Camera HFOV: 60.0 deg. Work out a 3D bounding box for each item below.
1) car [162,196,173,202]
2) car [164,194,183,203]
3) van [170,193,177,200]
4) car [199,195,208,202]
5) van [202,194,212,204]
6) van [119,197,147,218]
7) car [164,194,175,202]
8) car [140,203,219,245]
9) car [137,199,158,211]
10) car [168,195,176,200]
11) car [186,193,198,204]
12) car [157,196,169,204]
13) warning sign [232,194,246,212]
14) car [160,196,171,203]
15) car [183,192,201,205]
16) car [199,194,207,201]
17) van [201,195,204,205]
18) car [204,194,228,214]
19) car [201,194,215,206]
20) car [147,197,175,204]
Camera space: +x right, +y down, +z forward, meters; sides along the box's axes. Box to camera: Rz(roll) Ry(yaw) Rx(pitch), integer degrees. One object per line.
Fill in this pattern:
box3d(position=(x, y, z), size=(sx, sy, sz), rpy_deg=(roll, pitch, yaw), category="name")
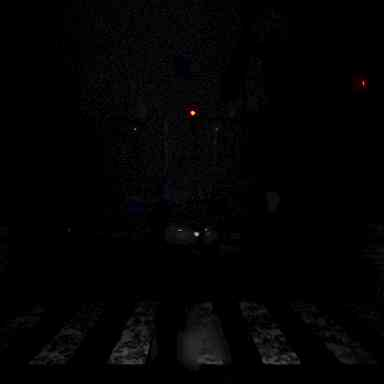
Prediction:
box3d(position=(-5.361, 1.554, 73.234), size=(1.947, 1.339, 4.313), rpy_deg=(0, 0, 0), category="car")
box3d(position=(-2.800, 1.471, 49.835), size=(1.882, 1.535, 5.008), rpy_deg=(0, 0, 0), category="car")
box3d(position=(-5.344, 1.325, 94.859), size=(1.690, 1.788, 3.998), rpy_deg=(0, 0, 0), category="van")
box3d(position=(2.703, 1.512, 78.808), size=(1.752, 1.417, 4.829), rpy_deg=(0, 0, 0), category="car")
box3d(position=(2.710, 1.331, 62.419), size=(1.690, 1.788, 3.998), rpy_deg=(0, 0, 0), category="van")
box3d(position=(-5.394, 1.338, 29.984), size=(1.690, 1.788, 3.998), rpy_deg=(0, 0, 0), category="van")
box3d(position=(-5.357, 1.302, 78.640), size=(2.192, 1.841, 5.009), rpy_deg=(0, 0, 0), category="car")
box3d(position=(-0.802, 1.501, 15.849), size=(1.837, 1.490, 4.892), rpy_deg=(-1, 0, -24), category="car")
box3d(position=(-5.386, 1.561, 40.797), size=(1.947, 1.339, 4.313), rpy_deg=(0, 0, 0), category="car")
box3d(position=(-5.348, 1.567, 89.453), size=(1.802, 1.307, 4.206), rpy_deg=(0, 0, 0), category="car")
box3d(position=(0.032, 1.211, 65.222), size=(2.150, 2.045, 5.566), rpy_deg=(0, 0, 0), category="car")
box3d(position=(-5.369, 1.516, 62.253), size=(1.752, 1.417, 4.829), rpy_deg=(0, 0, 0), category="car")
box3d(position=(4.959, 1.111, 34.930), size=(1.300, 1.860, 1.060), rpy_deg=(0, 0, 0), category="warning sign")
box3d(position=(-5.365, 1.540, 67.828), size=(2.008, 1.369, 4.403), rpy_deg=(0, 0, 0), category="car")
box3d(position=(0.080, 1.344, 55.296), size=(2.097, 1.767, 4.553), rpy_deg=(0, 0, 0), category="car")
box3d(position=(2.701, 1.426, 84.043), size=(1.967, 1.590, 4.097), rpy_deg=(0, 0, 0), category="car")
box3d(position=(2.714, 1.334, 51.606), size=(1.690, 1.788, 3.998), rpy_deg=(0, 0, 0), category="van")
box3d(position=(2.721, 1.311, 35.388), size=(2.192, 1.841, 5.009), rpy_deg=(0, 0, 0), category="car")
box3d(position=(2.712, 1.307, 57.013), size=(2.192, 1.841, 5.009), rpy_deg=(0, 0, 0), category="car")
box3d(position=(-2.837, 1.501, 30.795), size=(1.837, 1.490, 4.892), rpy_deg=(0, 0, 0), category="car")
